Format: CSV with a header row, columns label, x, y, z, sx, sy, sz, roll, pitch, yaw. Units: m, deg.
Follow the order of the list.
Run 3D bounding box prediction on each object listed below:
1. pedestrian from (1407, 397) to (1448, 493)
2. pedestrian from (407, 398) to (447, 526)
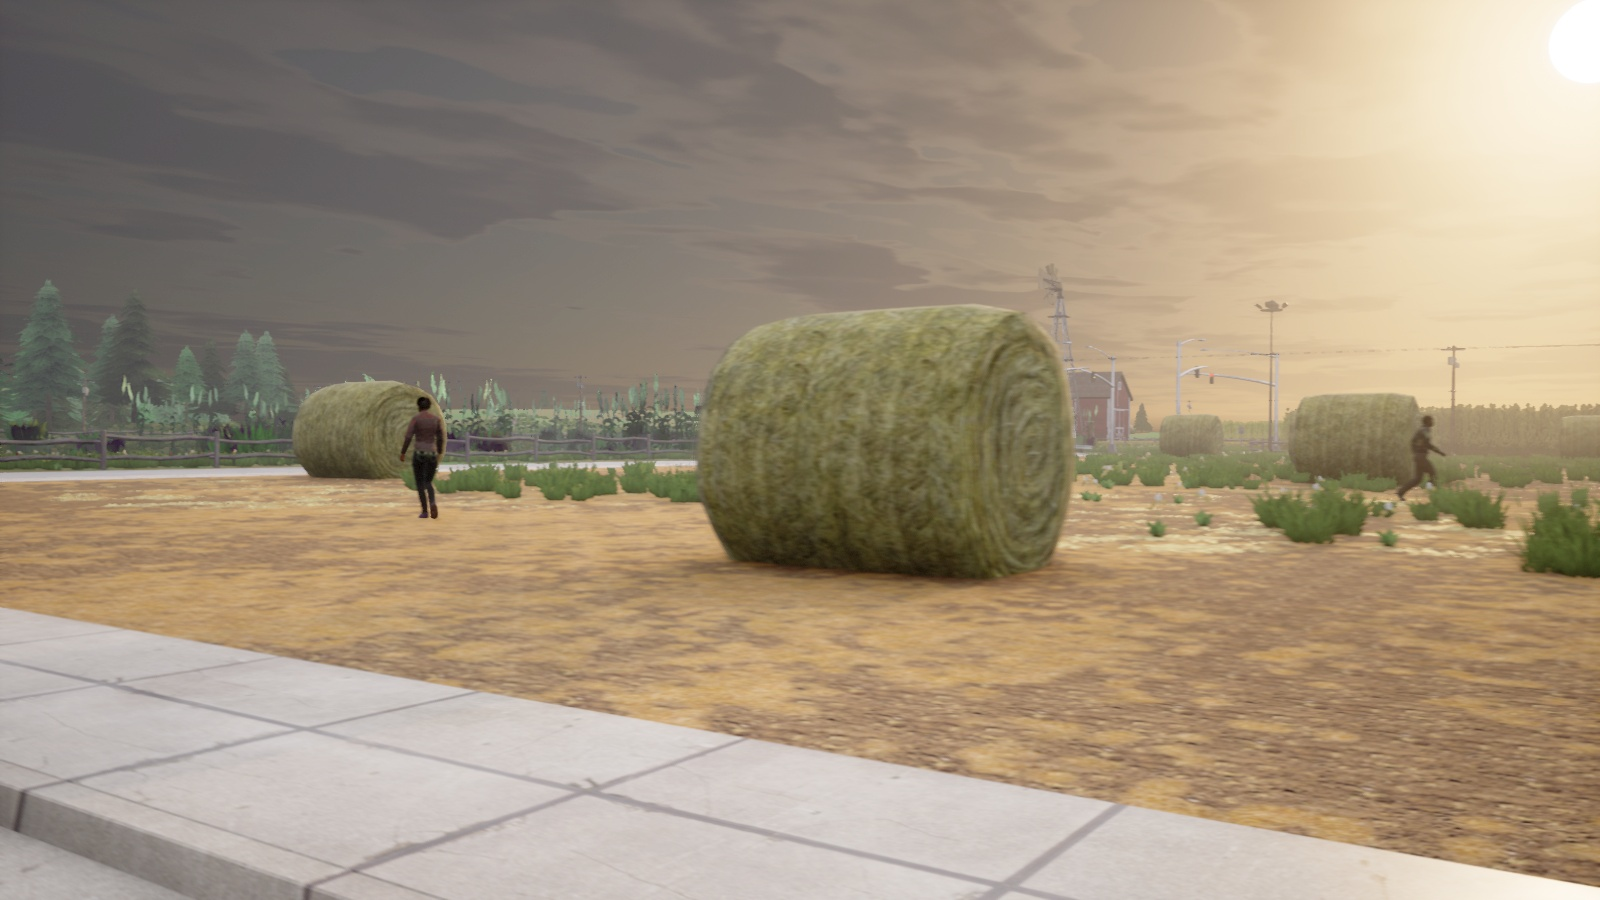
label,x,y,z,sx,sy,sz,roll,pitch,yaw
pedestrian,12.727,-0.106,25.470,0.692,1.930,0.395,0,1,20
pedestrian,-5.402,0.158,18.158,0.328,1.805,0.869,-1,1,-31
